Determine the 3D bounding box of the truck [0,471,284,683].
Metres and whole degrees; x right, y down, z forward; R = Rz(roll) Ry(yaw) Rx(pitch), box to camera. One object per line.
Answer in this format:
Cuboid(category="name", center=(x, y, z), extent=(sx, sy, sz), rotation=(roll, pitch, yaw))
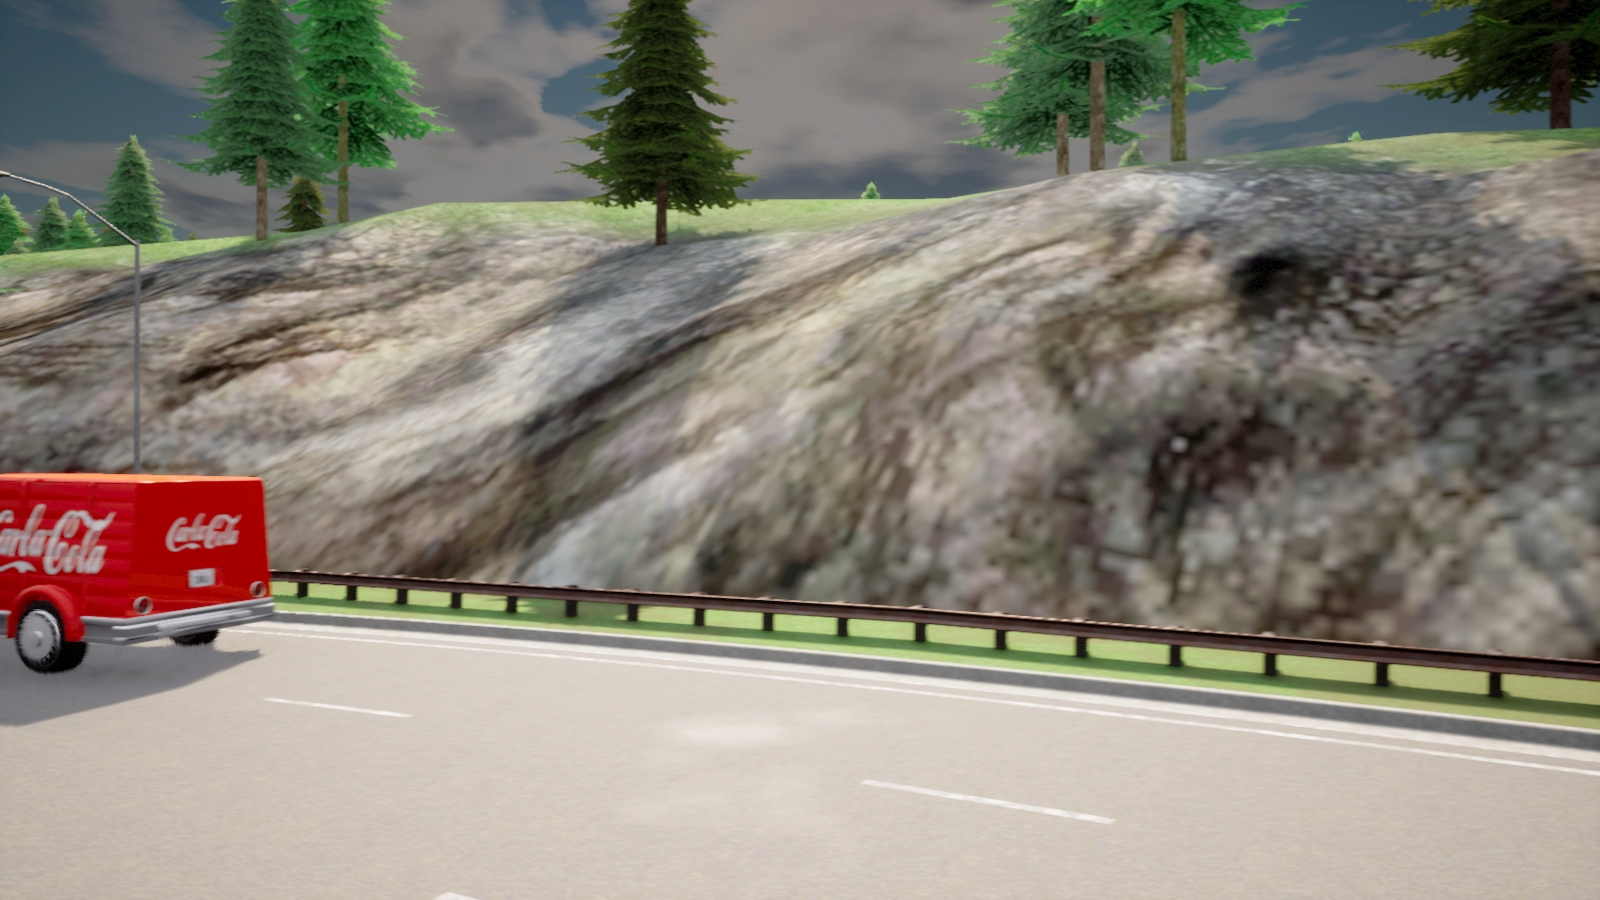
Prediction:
Cuboid(category="truck", center=(-10.184, 1.561, 15.745), extent=(5.204, 2.467, 2.627), rotation=(0, 0, 19))
